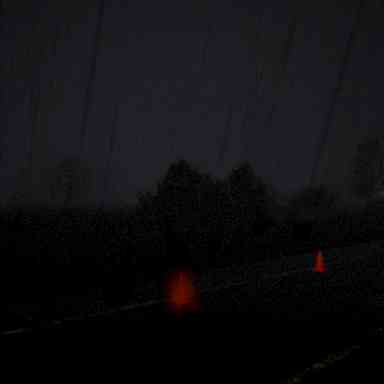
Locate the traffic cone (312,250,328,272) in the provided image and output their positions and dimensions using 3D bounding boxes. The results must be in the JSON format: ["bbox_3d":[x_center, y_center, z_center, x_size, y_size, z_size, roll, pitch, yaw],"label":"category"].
[{"bbox_3d":[3.790,2.028,9.858,0.340,0.580,0.340,1,0,-37],"label":"traffic cone"}]

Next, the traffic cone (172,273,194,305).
[{"bbox_3d":[-0.187,1.988,6.898,0.340,0.580,0.340,1,0,-36],"label":"traffic cone"}]
